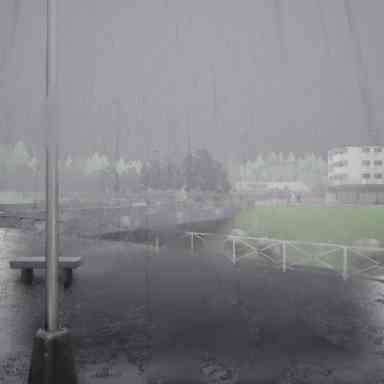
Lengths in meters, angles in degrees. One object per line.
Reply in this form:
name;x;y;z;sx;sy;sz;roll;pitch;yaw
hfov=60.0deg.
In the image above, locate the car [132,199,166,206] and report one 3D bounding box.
car;-5.386;1.601;42.744;1.895;1.301;4.718;0;0;35
